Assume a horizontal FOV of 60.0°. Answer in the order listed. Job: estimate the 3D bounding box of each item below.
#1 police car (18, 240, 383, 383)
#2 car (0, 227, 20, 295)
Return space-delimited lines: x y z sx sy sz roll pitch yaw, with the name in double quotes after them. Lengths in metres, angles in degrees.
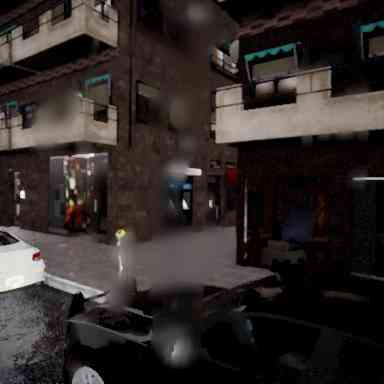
0.867 1.402 2.803 5.238 1.638 1.930 2 1 36 "police car"
-5.079 1.305 6.904 4.674 1.442 1.812 2 1 29 "car"
